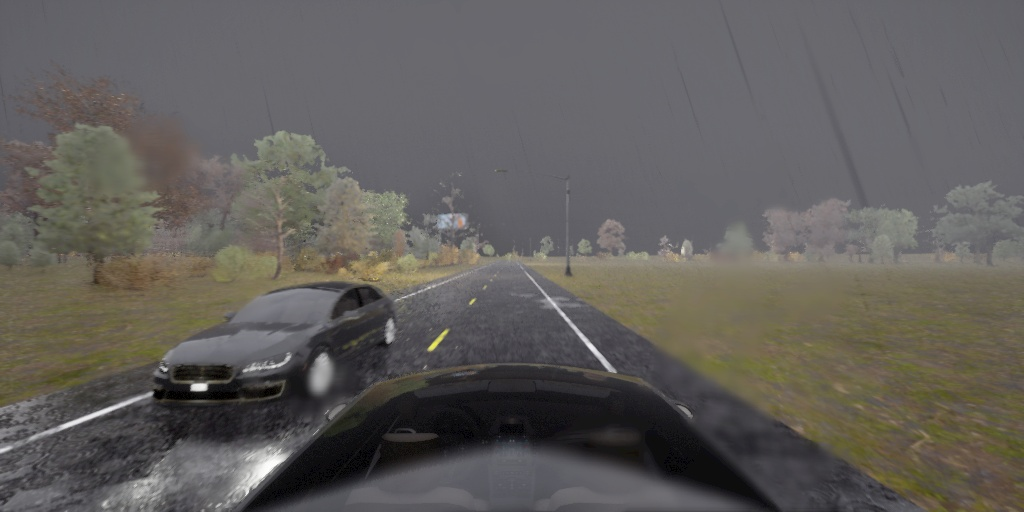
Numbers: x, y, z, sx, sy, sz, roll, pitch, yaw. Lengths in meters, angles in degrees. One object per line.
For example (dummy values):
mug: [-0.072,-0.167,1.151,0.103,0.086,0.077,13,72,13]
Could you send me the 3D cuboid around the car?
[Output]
car: [-3.597,1.262,6.553,1.837,1.490,4.892,0,0,0]
